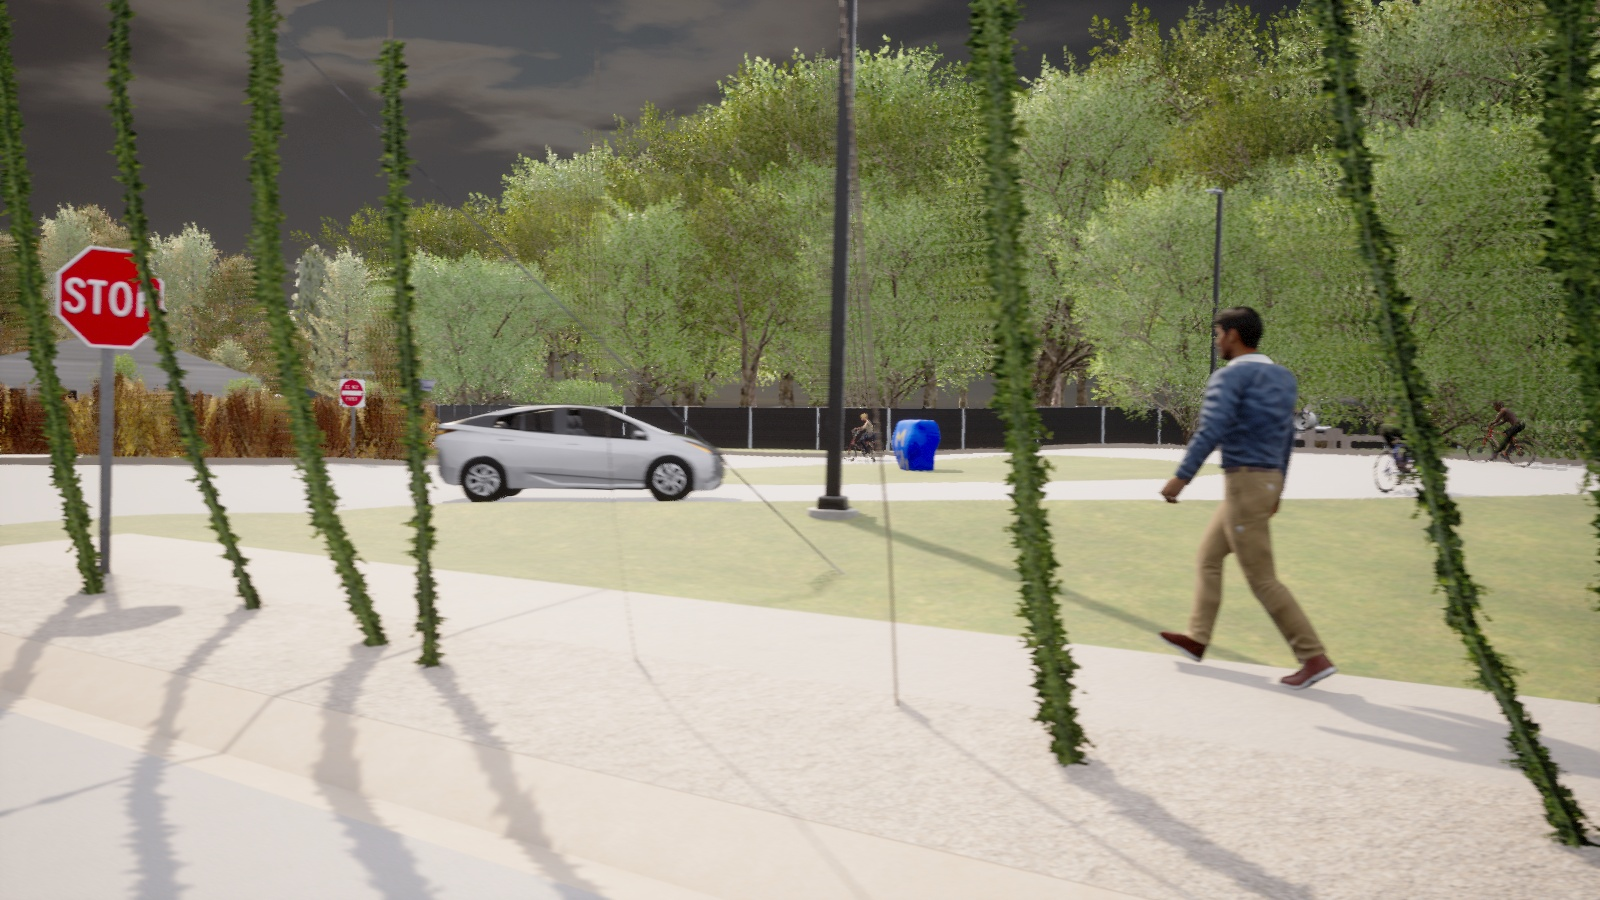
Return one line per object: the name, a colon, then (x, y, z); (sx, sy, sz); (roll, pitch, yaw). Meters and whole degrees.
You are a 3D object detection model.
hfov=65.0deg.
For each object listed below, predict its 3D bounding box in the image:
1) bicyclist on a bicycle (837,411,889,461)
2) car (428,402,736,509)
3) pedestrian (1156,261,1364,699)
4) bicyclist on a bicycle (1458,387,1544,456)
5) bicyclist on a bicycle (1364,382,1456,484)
bicyclist on a bicycle: (2.112, -0.466, 41.894); (1.509, 1.612, 0.866); (-2, 0, 19)
car: (-3.317, 0.060, 19.853); (4.514, 1.525, 2.007); (-1, 1, -2)
pedestrian: (2.185, 0.124, 6.012); (0.423, 1.949, 0.788); (-1, 2, -39)
bicyclist on a bicycle: (17.692, -0.728, 31.723); (0.582, 1.620, 1.656); (3, 2, -41)
bicyclist on a bicycle: (10.059, -0.280, 20.695); (1.656, 1.620, 0.582); (-1, 1, -32)
